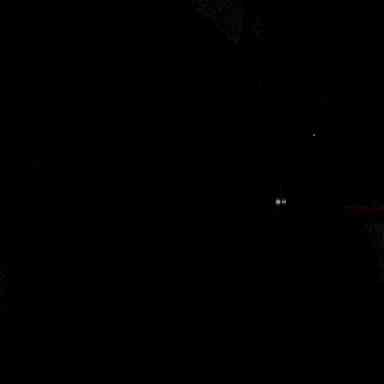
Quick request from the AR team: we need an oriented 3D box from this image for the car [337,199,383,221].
[{"bbox_3d":[14.042,1.371,26.368,2.097,1.767,4.553,1,0,-36],"label":"car"}]
